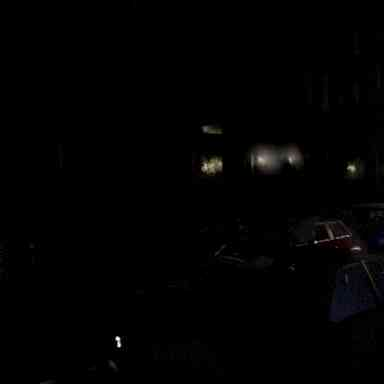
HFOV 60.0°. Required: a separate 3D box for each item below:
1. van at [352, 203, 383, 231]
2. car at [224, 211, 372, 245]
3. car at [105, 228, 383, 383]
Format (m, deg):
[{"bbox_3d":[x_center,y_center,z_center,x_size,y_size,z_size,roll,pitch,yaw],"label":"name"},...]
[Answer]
[{"bbox_3d":[7.053,1.265,11.673,3.998,1.788,1.690,0,1,-35],"label":"van"},{"bbox_3d":[2.458,1.400,8.397,4.097,1.590,1.967,0,1,-35],"label":"car"},{"bbox_3d":[1.664,1.525,4.550,5.357,1.411,2.033,0,0,-35],"label":"car"}]
